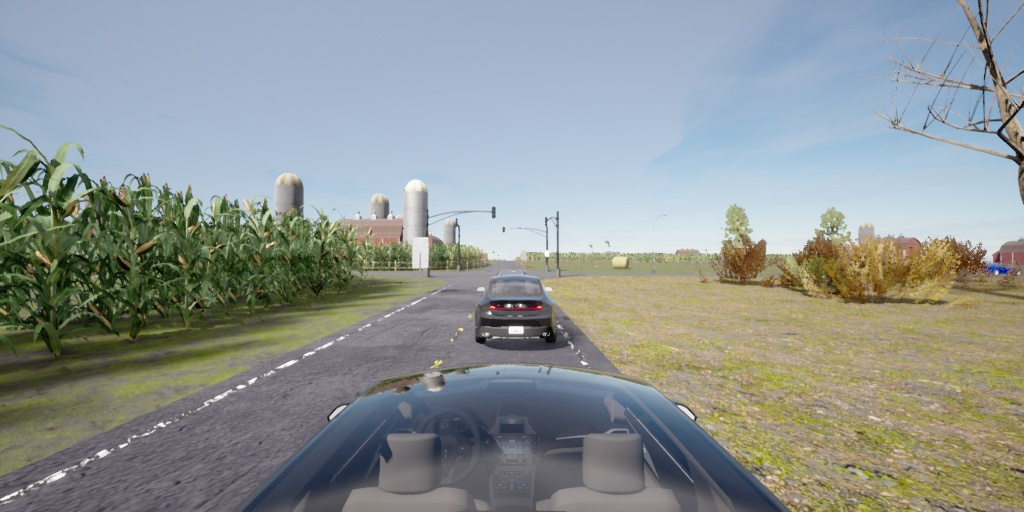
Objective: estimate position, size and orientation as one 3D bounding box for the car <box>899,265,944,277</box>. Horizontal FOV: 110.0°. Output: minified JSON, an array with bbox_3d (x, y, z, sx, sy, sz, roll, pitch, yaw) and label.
[{"bbox_3d":[48.561,1.768,42.548,4.181,1.385,1.994,1,-1,-5],"label":"car"}]

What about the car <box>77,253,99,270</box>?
[{"bbox_3d":[-43.143,0.618,36.409,5.566,2.045,2.150,1,-1,-3],"label":"car"}]

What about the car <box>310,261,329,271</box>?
[{"bbox_3d":[-21.605,0.916,37.571,4.553,1.767,2.097,0,-1,-3],"label":"car"}]

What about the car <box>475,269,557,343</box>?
[{"bbox_3d":[0.080,1.259,9.686,1.837,1.490,4.892,0,0,0],"label":"car"}]

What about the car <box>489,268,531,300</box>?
[{"bbox_3d":[0.033,1.360,18.838,1.895,1.301,4.718,0,0,4],"label":"car"}]
